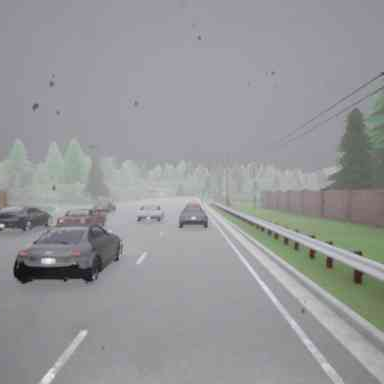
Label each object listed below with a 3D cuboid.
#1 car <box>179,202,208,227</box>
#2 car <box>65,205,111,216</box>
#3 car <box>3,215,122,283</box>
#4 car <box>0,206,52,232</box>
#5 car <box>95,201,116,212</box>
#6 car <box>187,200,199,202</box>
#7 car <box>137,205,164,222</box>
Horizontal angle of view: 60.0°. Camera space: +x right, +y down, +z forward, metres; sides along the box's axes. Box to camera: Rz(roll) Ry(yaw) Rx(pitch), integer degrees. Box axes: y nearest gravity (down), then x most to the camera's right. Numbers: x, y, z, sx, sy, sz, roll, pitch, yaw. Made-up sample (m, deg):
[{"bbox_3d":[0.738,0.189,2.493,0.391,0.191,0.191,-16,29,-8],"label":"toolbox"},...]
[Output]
[{"bbox_3d":[0.102,1.689,23.763,1.994,1.385,4.181,0,0,0],"label":"car"},{"bbox_3d":[-6.898,1.714,21.469,1.895,1.301,4.718,0,0,0],"label":"car"},{"bbox_3d":[-3.399,1.616,9.887,1.994,1.385,4.181,0,0,0],"label":"car"},{"bbox_3d":[-10.400,1.614,20.717,1.837,1.490,4.892,0,0,0],"label":"car"},{"bbox_3d":[-10.397,1.773,39.681,1.994,1.385,4.181,0,0,0],"label":"car"},{"bbox_3d":[0.104,1.697,41.554,1.882,1.535,5.008,0,0,0],"label":"car"},{"bbox_3d":[-3.399,1.749,28.160,1.895,1.301,4.718,0,0,0],"label":"car"}]
